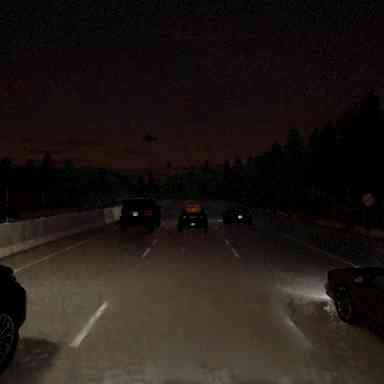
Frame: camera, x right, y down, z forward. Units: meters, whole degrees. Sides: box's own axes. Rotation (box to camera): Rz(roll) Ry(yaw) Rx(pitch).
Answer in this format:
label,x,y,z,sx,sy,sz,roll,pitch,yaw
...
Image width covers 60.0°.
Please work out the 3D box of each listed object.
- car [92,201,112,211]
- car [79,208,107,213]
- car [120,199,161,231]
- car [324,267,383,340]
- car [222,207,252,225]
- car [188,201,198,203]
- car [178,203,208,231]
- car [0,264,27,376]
label,x,y,z,sx,sy,sz,roll,pitch,yaw
car,-14.026,2.122,51.834,1.812,1.442,4.674,0,-1,1
car,-10.595,1.965,34.642,1.994,1.385,4.181,0,-1,0
car,-3.435,1.481,22.819,2.150,2.045,5.566,0,0,0
car,3.580,1.589,4.237,2.033,1.411,5.357,0,-1,0
car,3.577,1.853,26.750,1.994,1.385,4.181,0,-1,0
car,0.116,1.947,42.587,1.882,1.535,5.008,0,0,0
car,0.068,1.739,22.280,2.128,1.511,4.902,0,0,0
car,-3.417,1.257,2.369,2.150,2.045,5.566,0,0,0
